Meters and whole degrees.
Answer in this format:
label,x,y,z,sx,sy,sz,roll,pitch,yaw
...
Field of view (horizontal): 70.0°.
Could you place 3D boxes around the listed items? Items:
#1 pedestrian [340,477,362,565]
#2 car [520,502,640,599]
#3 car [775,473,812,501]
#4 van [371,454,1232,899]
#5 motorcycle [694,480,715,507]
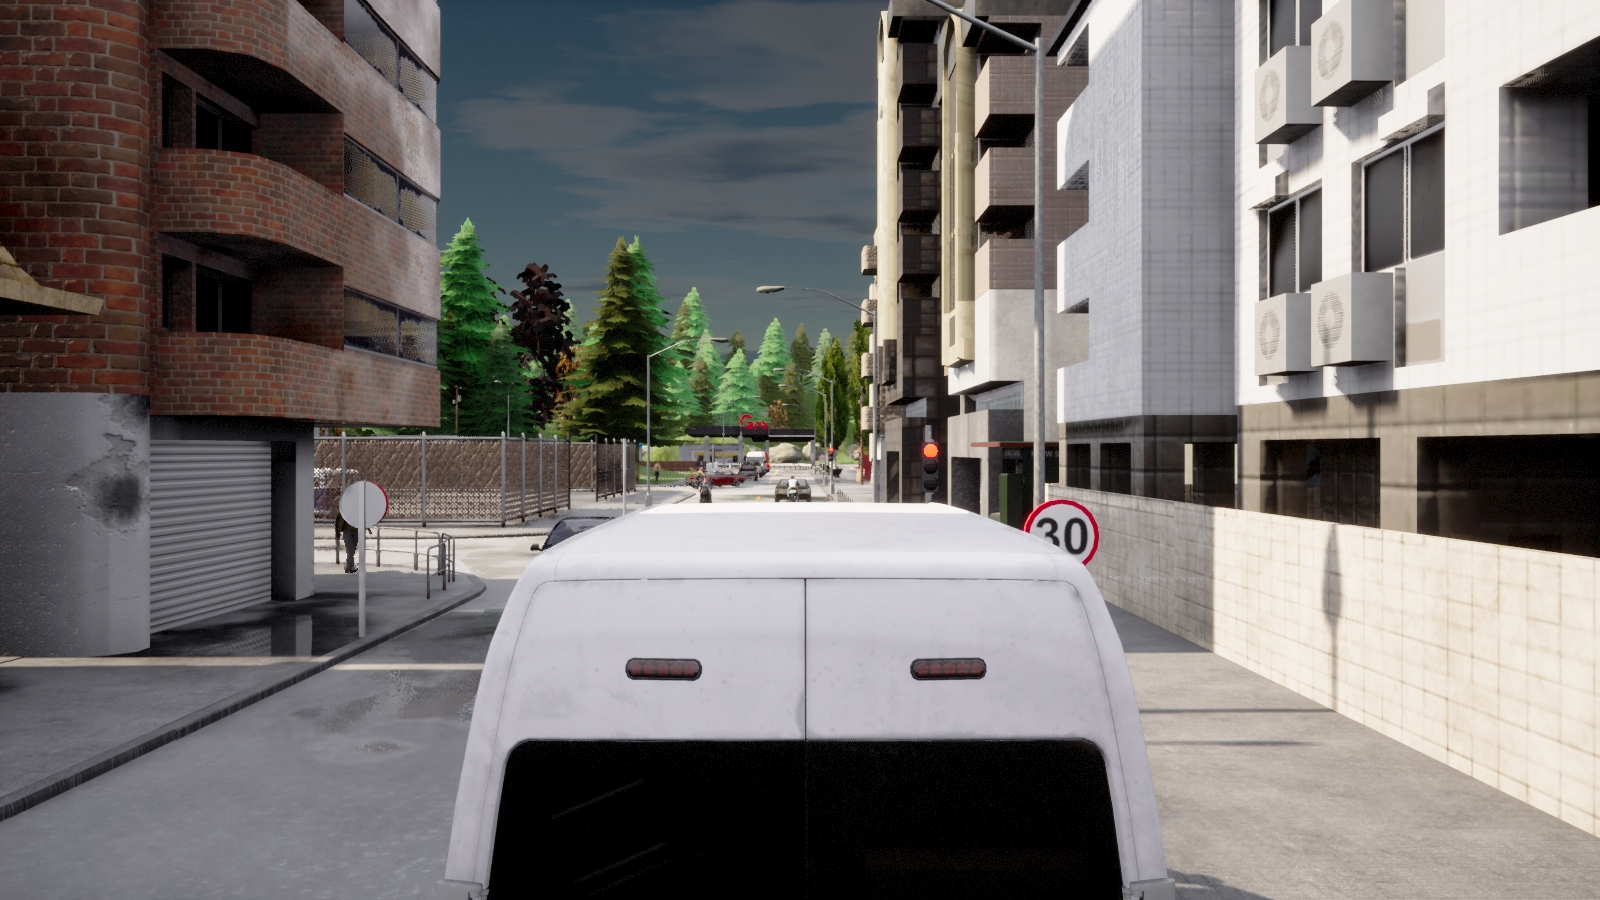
label,x,y,z,sx,sy,sz,roll,pitch,yaw
pedestrian,-9.589,1.506,24.384,0.375,1.860,0.375,0,0,-33
car,-4.046,1.809,21.513,1.845,1.501,3.633,0,0,-5
car,-0.339,1.912,60.159,1.895,1.301,4.718,0,0,0
van,-0.009,1.312,5.597,1.988,2.561,5.915,0,0,0
motorcycle,-4.334,1.973,52.180,0.803,1.145,2.033,0,0,0
